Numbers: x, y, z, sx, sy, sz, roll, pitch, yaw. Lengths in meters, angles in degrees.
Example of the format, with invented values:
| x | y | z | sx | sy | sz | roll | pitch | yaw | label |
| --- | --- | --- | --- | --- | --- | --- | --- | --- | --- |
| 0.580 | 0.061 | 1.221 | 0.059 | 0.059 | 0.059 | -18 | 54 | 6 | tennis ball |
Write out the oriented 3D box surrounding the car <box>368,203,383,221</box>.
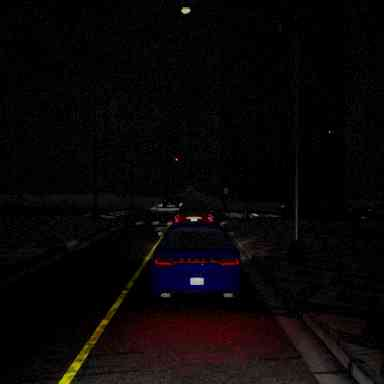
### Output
| x | y | z | sx | sy | sz | roll | pitch | yaw | label |
| --- | --- | --- | --- | --- | --- | --- | --- | --- | --- |
| 17.942 | 1.824 | 28.381 | 4.829 | 1.417 | 1.752 | 1 | -1 | 0 | car |

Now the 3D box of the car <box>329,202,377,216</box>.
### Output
| x | y | z | sx | sy | sz | roll | pitch | yaw | label |
| --- | --- | --- | --- | --- | --- | --- | --- | --- | --- |
| 17.778 | 1.842 | 36.905 | 4.403 | 1.369 | 2.008 | 1 | -1 | 0 | car |

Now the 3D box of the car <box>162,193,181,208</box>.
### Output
| x | y | z | sx | sy | sz | roll | pitch | yaw | label |
| --- | --- | --- | --- | --- | --- | --- | --- | --- | --- |
| -3.104 | 1.222 | 49.335 | 2.150 | 2.045 | 5.566 | 0 | 0 | 0 | car |

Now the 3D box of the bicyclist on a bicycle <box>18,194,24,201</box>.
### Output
| x | y | z | sx | sy | sz | roll | pitch | yaw | label |
| --- | --- | --- | --- | --- | --- | --- | --- | --- | --- |
| -20.506 | 1.030 | 39.762 | 0.582 | 1.620 | 1.656 | 1 | 0 | 0 | bicyclist on a bicycle |

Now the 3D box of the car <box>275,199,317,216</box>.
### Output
| x | y | z | sx | sy | sz | roll | pitch | yaw | label |
| --- | --- | --- | --- | --- | --- | --- | --- | --- | --- |
| 10.945 | 1.539 | 34.228 | 4.553 | 1.767 | 2.097 | 1 | 0 | 0 | car |

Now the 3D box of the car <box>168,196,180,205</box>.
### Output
| x | y | z | sx | sy | sz | roll | pitch | yaw | label |
| --- | --- | --- | --- | --- | --- | --- | --- | --- | --- |
| -3.092 | 1.526 | 59.166 | 1.812 | 1.442 | 4.674 | 0 | 0 | 1 | car |

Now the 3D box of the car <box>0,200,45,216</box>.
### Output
| x | y | z | sx | sy | sz | roll | pitch | yaw | label |
| --- | --- | --- | --- | --- | --- | --- | --- | --- | --- |
| -14.780 | 1.367 | 28.278 | 4.403 | 1.369 | 2.008 | 1 | -1 | 0 | car |

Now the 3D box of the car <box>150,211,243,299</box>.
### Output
| x | y | z | sx | sy | sz | roll | pitch | yaw | label |
| --- | --- | --- | --- | --- | --- | --- | --- | --- | --- |
| 0.099 | 1.477 | 8.539 | 1.882 | 1.535 | 5.008 | 0 | 0 | 0 | car |

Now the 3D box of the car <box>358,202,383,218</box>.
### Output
| x | y | z | sx | sy | sz | roll | pitch | yaw | label |
| --- | --- | --- | --- | --- | --- | --- | --- | --- | --- |
| 19.911 | 1.852 | 34.233 | 4.674 | 1.442 | 1.812 | 1 | 0 | 0 | car |

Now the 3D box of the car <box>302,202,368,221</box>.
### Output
| x | y | z | sx | sy | sz | roll | pitch | yaw | label |
| --- | --- | --- | --- | --- | --- | --- | --- | --- | --- |
| 12.129 | 1.774 | 28.380 | 4.313 | 1.339 | 1.947 | 1 | -1 | 0 | car |

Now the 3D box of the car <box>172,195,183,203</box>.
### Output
| x | y | z | sx | sy | sz | roll | pitch | yaw | label |
| --- | --- | --- | --- | --- | --- | --- | --- | --- | --- |
| -3.024 | 1.493 | 69.485 | 2.128 | 1.511 | 4.902 | 0 | 0 | 0 | car |

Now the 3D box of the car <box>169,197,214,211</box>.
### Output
| x | y | z | sx | sy | sz | roll | pitch | yaw | label |
| --- | --- | --- | --- | --- | --- | --- | --- | --- | --- |
| 0.116 | 1.352 | 17.693 | 2.097 | 1.767 | 4.553 | 0 | 0 | 1 | car |
